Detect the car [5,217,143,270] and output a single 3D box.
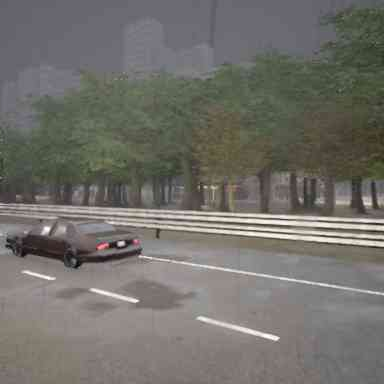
[{"bbox_3d":[-4.088,1.549,11.089,5.357,1.411,2.033,0,0,36],"label":"car"}]
